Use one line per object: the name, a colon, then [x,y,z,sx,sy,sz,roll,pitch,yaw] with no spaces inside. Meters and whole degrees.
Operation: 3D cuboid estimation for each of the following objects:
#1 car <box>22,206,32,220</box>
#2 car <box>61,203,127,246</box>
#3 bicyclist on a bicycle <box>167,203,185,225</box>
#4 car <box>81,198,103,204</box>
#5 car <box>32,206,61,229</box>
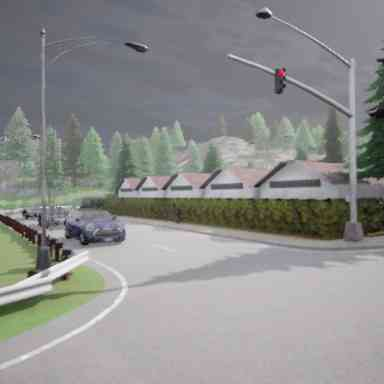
car: [-16.193,2.108,34.220,1.994,1.385,4.181,0,0,-33]
car: [-5.168,1.689,17.588,2.097,1.767,4.553,0,0,-34]
bicyclist on a bicycle: [-1.204,1.658,25.096,1.656,1.620,0.582,0,0,-34]
car: [-14.177,1.847,50.496,2.150,2.045,5.566,-1,0,34]
car: [-10.721,1.933,25.857,2.128,1.511,4.902,0,-1,-34]
